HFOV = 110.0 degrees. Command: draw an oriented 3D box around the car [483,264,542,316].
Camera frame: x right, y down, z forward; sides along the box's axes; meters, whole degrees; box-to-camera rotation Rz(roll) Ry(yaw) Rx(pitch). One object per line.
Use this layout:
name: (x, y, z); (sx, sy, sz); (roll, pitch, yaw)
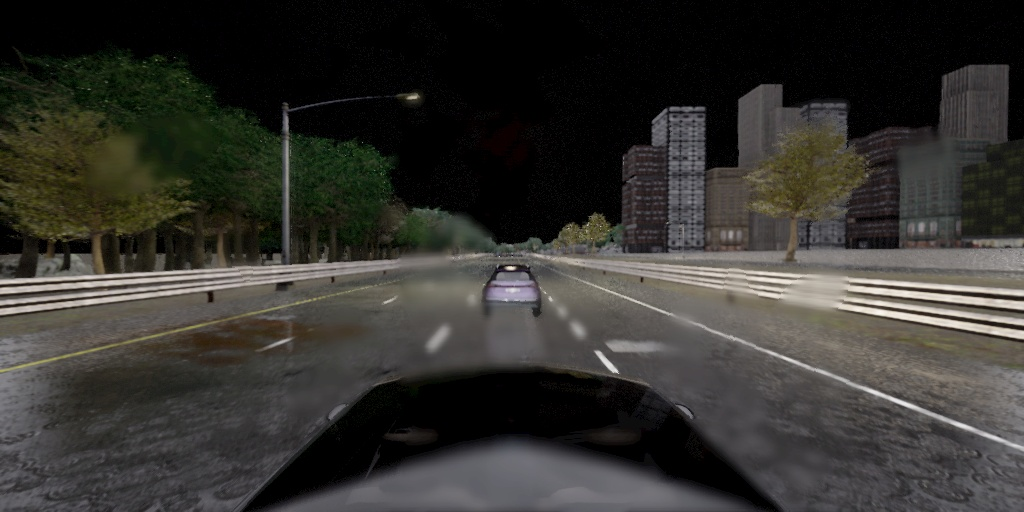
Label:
car: (0.019, 1.088, 13.154); (2.033, 1.649, 4.856); (0, 1, 0)
